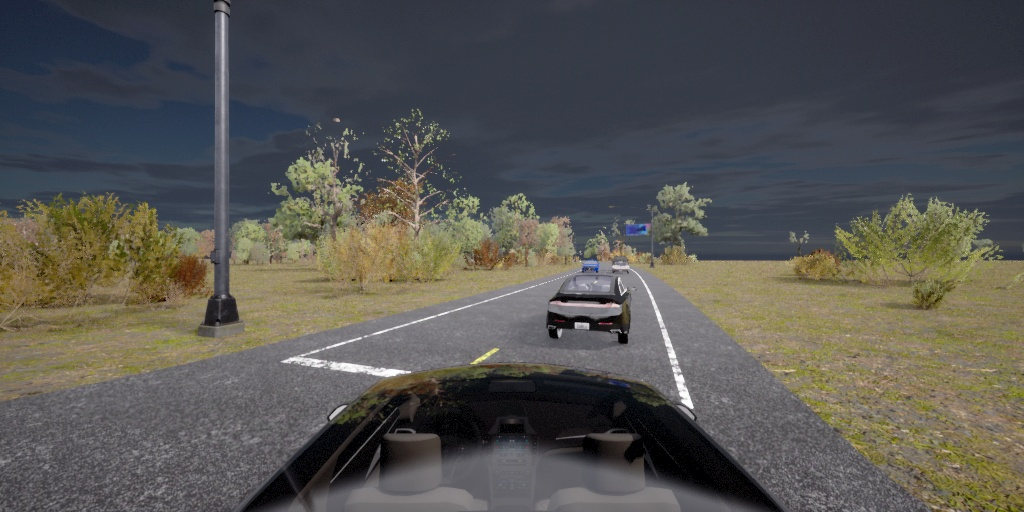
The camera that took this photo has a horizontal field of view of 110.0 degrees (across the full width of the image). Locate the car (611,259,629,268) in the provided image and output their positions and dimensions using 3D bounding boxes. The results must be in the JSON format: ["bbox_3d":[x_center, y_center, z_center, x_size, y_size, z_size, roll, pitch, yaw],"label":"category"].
[{"bbox_3d":[12.903,1.365,42.472,1.895,1.301,4.718,0,0,18],"label":"car"}]

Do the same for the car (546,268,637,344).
[{"bbox_3d":[2.263,1.242,9.741,2.128,1.511,4.902,0,0,20],"label":"car"}]

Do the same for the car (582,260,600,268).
[{"bbox_3d":[9.776,1.244,44.305,1.882,1.535,5.008,0,0,16],"label":"car"}]

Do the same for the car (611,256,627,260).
[{"bbox_3d":[15.084,1.002,50.100,2.150,2.045,5.566,0,0,16],"label":"car"}]
